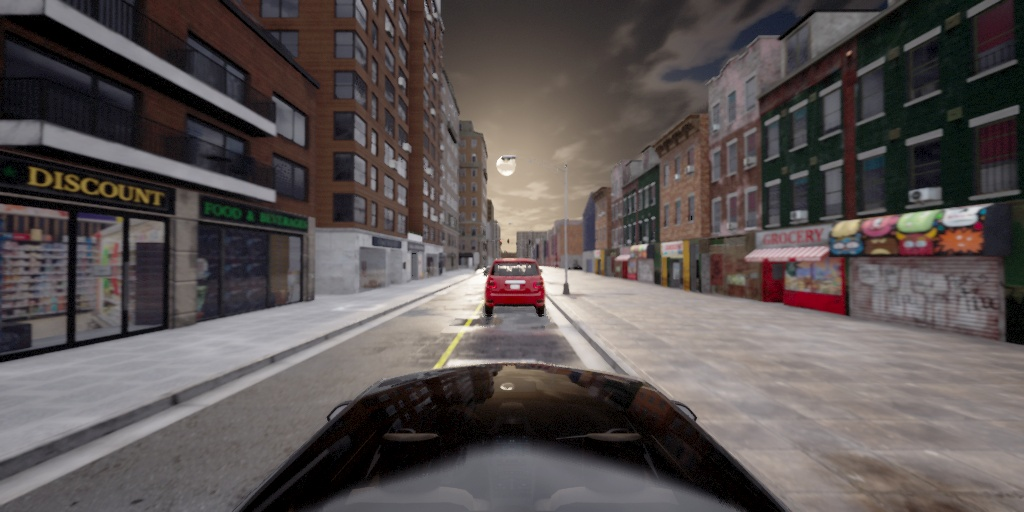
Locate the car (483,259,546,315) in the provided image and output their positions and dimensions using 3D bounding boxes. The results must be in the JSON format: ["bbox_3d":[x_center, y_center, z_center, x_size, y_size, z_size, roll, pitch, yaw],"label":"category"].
[{"bbox_3d":[0.102,1.132,14.472,2.150,2.045,5.566,0,-1,0],"label":"car"}]
